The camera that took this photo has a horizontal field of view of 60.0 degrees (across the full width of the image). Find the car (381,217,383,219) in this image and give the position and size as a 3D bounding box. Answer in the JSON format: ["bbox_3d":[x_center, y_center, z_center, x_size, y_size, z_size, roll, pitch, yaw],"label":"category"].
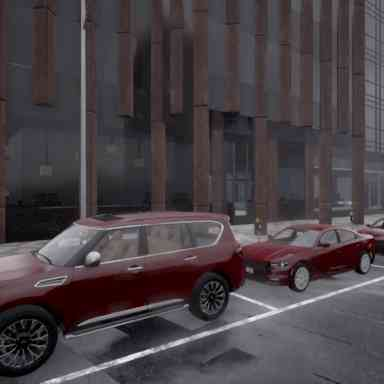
[{"bbox_3d":[7.579,1.546,12.097,4.507,1.381,1.887,0,0,-36],"label":"car"}]

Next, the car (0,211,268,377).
[{"bbox_3d":[-1.290,1.315,5.735,5.009,1.841,2.192,0,0,-36],"label":"car"}]

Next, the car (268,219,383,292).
[{"bbox_3d":[3.145,1.545,8.916,4.507,1.381,1.887,0,0,-36],"label":"car"}]
